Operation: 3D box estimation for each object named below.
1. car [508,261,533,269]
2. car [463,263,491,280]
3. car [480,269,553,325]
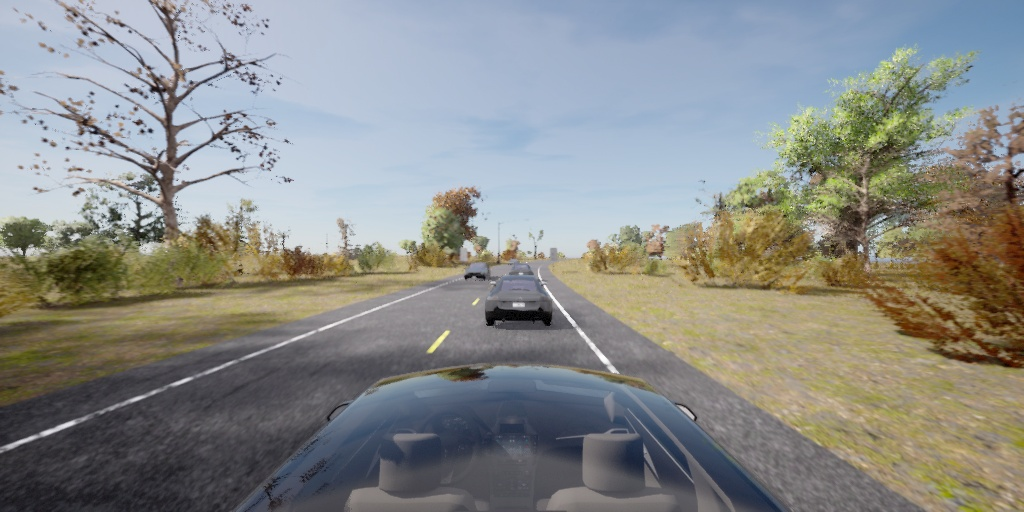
[{"bbox_3d":[0.777,1.313,29.404,1.994,1.385,4.181,0,0,3],"label":"car"},{"bbox_3d":[-2.868,1.296,30.926,2.033,1.411,5.357,0,0,3],"label":"car"},{"bbox_3d":[0.221,1.315,11.864,1.994,1.385,4.181,0,0,1],"label":"car"}]
